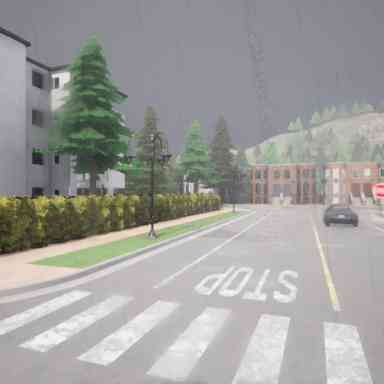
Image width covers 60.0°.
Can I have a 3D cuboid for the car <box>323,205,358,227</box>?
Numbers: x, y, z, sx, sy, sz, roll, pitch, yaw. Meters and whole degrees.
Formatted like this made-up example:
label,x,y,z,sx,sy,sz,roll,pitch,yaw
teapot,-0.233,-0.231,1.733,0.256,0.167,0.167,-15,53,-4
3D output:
label,x,y,z,sx,sy,sz,roll,pitch,yaw
car,10.213,1.551,23.102,1.994,1.385,4.181,0,0,19
